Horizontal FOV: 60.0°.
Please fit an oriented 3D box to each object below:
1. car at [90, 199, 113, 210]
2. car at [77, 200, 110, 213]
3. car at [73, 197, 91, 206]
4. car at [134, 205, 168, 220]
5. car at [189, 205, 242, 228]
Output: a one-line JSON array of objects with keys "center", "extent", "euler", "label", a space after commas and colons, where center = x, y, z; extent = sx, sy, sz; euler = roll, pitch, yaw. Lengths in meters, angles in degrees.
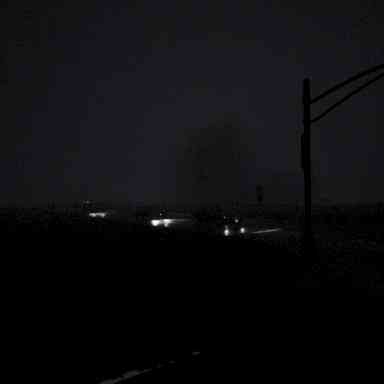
[{"center": [-14.369, 2.153, 53.812], "extent": [2.128, 1.511, 4.902], "euler": [-1, 0, -35], "label": "car"}, {"center": [-13.963, 2.197, 46.964], "extent": [2.033, 1.411, 5.357], "euler": [-1, 0, -35], "label": "car"}, {"center": [-20.425, 2.028, 62.250], "extent": [2.150, 2.045, 5.566], "euler": [-1, 0, -36], "label": "car"}, {"center": [-4.168, 1.981, 33.243], "extent": [1.994, 1.385, 4.181], "euler": [-1, 0, -37], "label": "car"}, {"center": [1.662, 1.771, 25.126], "extent": [2.128, 1.511, 4.902], "euler": [-1, 0, -36], "label": "car"}]
